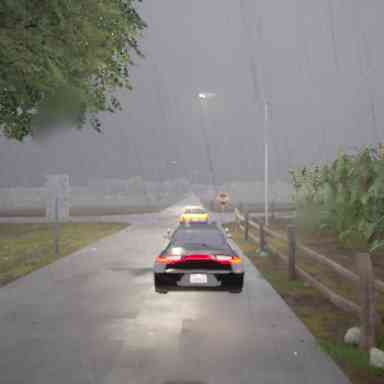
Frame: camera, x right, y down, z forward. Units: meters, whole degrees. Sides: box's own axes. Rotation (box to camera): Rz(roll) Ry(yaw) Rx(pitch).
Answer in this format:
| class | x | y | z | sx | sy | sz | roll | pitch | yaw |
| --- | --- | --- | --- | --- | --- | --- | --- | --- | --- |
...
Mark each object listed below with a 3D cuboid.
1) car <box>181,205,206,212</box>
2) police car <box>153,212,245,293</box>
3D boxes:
| class | x | y | z | sx | sy | sz | roll | pitch | yaw |
| --- | --- | --- | --- | --- | --- | --- | --- | --- | --- |
| car | 0.124 | 1.625 | 22.270 | 1.801 | 1.575 | 5.366 | 0 | -1 | -1 |
| police car | 0.163 | 1.562 | 9.078 | 2.038 | 1.542 | 4.974 | 0 | 0 | 1 |
